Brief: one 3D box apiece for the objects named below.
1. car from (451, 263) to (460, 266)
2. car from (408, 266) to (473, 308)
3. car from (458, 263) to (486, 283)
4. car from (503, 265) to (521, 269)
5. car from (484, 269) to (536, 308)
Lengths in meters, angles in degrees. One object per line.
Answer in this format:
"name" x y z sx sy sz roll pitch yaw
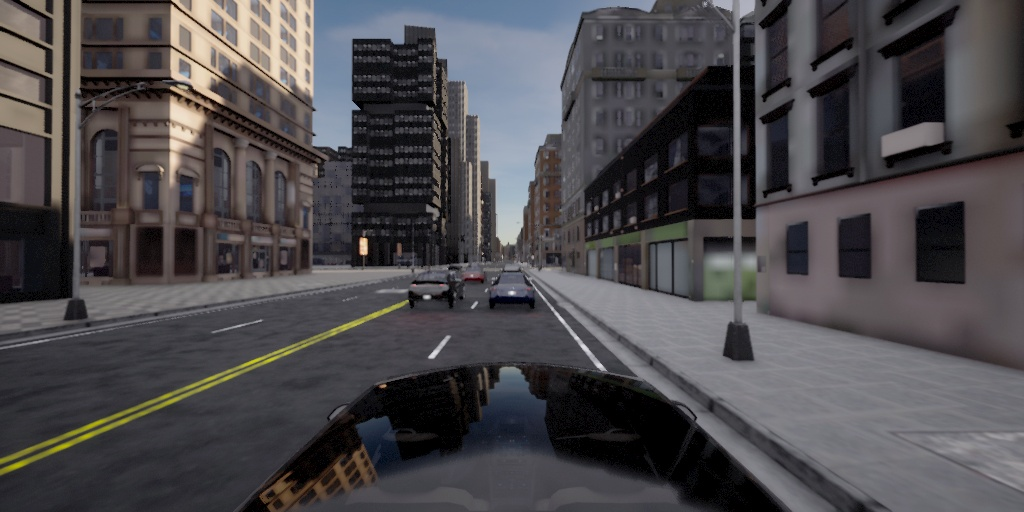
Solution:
"car" -9.759 1.920 61.468 1.895 1.301 4.718 0 -1 0
"car" -3.247 1.379 16.138 2.128 1.511 4.902 0 0 0
"car" -3.249 1.593 31.141 1.994 1.385 4.181 0 0 0
"car" 0.003 1.508 31.310 1.882 1.535 5.008 0 0 0
"car" 0.004 1.451 16.194 1.994 1.385 4.181 0 0 0
